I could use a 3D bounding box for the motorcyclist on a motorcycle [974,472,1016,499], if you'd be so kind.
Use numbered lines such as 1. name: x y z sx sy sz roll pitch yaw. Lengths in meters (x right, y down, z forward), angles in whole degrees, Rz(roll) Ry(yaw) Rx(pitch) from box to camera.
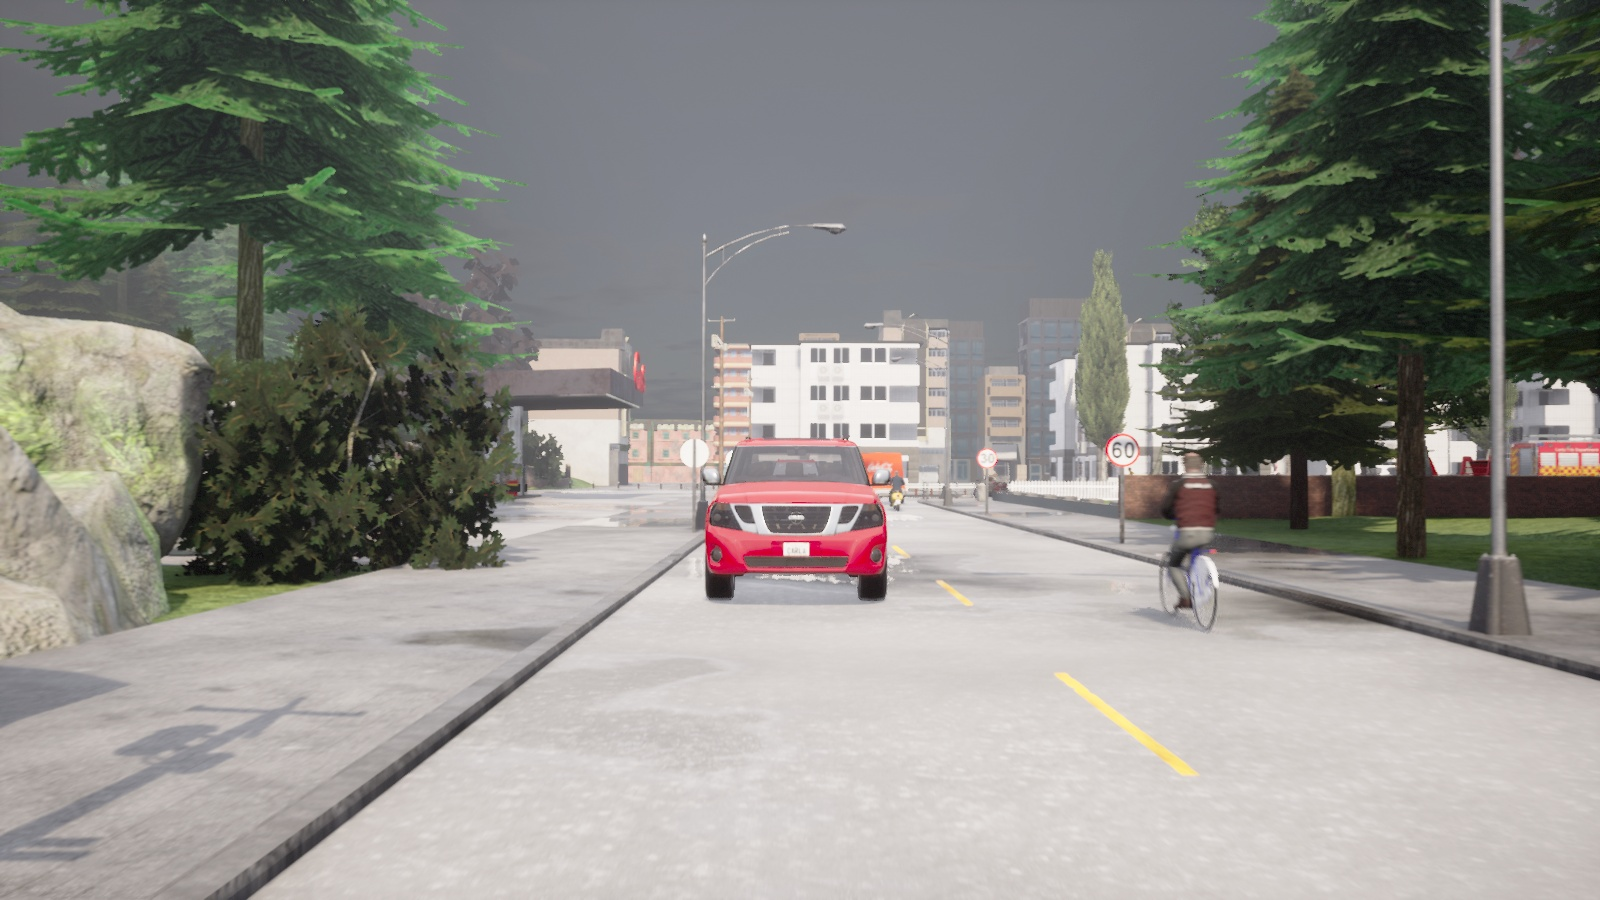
1. motorcyclist on a motorcycle: 11.130 2.010 71.733 2.191 1.530 0.866 0 0 -12

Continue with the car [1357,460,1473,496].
1. car: 35.158 1.600 71.916 5.566 2.045 2.150 0 -1 0

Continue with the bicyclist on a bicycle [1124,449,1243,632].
1. bicyclist on a bicycle: 3.968 0.890 13.143 0.659 1.776 1.843 0 -1 0

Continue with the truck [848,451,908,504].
1. truck: 3.805 1.356 62.139 2.627 2.467 5.204 0 -1 0

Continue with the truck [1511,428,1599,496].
1. truck: 45.834 0.674 71.949 8.468 3.827 2.891 0 -1 0

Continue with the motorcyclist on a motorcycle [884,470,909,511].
1. motorcyclist on a motorcycle: 3.839 1.593 50.058 0.866 1.590 1.817 0 -1 0

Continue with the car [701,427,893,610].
1. car: -0.042 0.818 16.898 2.150 2.045 5.566 0 -1 0
